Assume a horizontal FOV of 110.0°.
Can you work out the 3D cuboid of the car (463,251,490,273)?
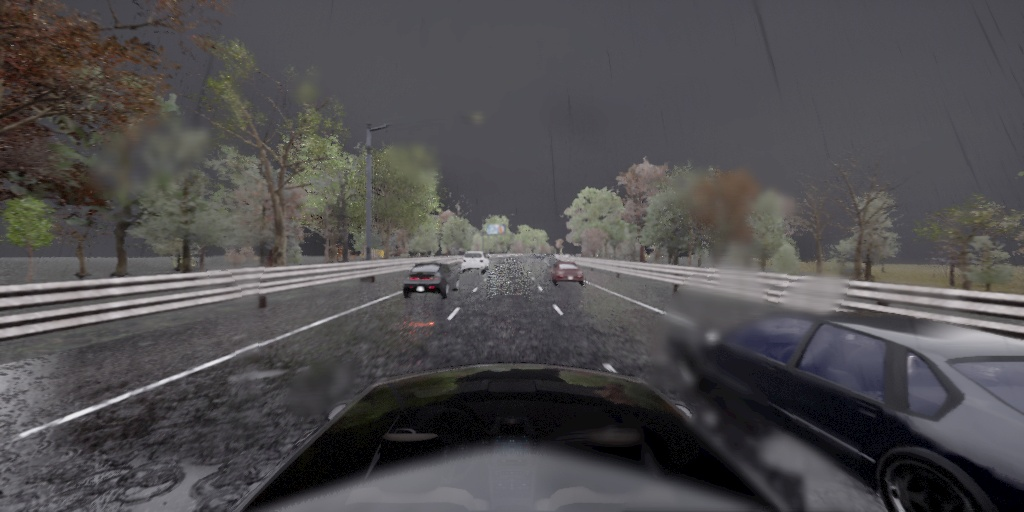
[{"bbox_3d":[-3.461,0.555,34.818,2.150,2.045,5.566,0,1,1],"label":"car"}]

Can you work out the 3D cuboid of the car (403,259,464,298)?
[{"bbox_3d":[-3.646,1.045,16.767,1.837,1.490,4.892,0,1,0],"label":"car"}]

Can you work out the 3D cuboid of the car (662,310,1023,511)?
[{"bbox_3d":[3.622,1.303,3.763,2.033,1.411,5.357,0,1,-3],"label":"car"}]

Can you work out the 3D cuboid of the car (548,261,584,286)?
[{"bbox_3d":[3.407,1.051,23.010,1.812,1.442,4.674,0,1,1],"label":"car"}]
